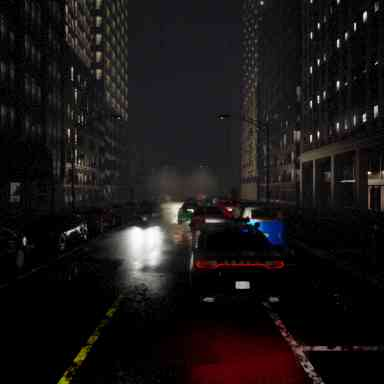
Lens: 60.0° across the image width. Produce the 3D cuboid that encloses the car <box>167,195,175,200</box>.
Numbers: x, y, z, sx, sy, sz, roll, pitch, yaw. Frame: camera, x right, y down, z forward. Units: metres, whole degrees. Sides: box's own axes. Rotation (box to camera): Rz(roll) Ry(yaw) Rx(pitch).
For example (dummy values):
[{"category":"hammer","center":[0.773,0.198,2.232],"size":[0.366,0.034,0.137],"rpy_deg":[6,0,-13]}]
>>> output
[{"category":"car","center":[-5.936,1.540,93.502],"size":[1.947,1.339,4.313],"rpy_deg":[-1,0,0]}]

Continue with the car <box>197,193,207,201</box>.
[{"category":"car","center":[2.472,1.293,82.156],"size":[2.192,1.841,5.009],"rpy_deg":[-1,0,0]}]

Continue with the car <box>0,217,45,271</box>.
[{"category":"car","center":[-5.718,1.549,8.247],"size":[2.008,1.369,4.403],"rpy_deg":[-1,0,0]}]

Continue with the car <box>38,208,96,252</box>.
[{"category":"car","center":[-5.733,1.563,13.931],"size":[1.947,1.339,4.313],"rpy_deg":[-1,0,0]}]

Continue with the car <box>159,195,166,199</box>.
[{"category":"car","center":[-5.834,1.538,53.716],"size":[2.008,1.369,4.403],"rpy_deg":[-1,0,0]}]

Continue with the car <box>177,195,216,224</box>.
[{"category":"car","center":[0.321,1.346,24.389],"size":[2.097,1.767,4.553],"rpy_deg":[0,0,8]}]

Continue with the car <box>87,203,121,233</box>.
[{"category":"car","center":[-5.747,1.540,19.614],"size":[1.887,1.381,4.507],"rpy_deg":[-1,0,0]}]

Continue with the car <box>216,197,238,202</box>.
[{"category":"car","center":[2.616,1.309,25.319],"size":[2.192,1.841,5.009],"rpy_deg":[-1,0,0]}]

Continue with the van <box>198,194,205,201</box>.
[{"category":"van","center":[2.458,1.317,87.839],"size":[1.690,1.788,3.998],"rpy_deg":[-1,0,0]}]

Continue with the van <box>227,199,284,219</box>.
[{"category":"van","center":[2.646,1.338,13.952],"size":[1.690,1.788,3.998],"rpy_deg":[-1,0,0]}]

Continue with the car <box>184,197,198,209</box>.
[{"category":"car","center":[-0.093,1.515,46.318],"size":[1.812,1.442,4.674],"rpy_deg":[0,0,0]}]

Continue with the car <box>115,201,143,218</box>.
[{"category":"car","center":[-5.776,1.575,30.982],"size":[1.802,1.307,4.206],"rpy_deg":[-1,0,0]}]

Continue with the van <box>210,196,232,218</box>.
[{"category":"van","center":[2.602,1.334,31.003],"size":[1.690,1.788,3.998],"rpy_deg":[-1,0,0]}]

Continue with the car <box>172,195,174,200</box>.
[{"category":"car","center":[-5.906,1.504,81.964],"size":[1.752,1.417,4.829],"rpy_deg":[-1,0,0]}]

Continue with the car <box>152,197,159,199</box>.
[{"category":"car","center":[-5.805,1.541,42.349],"size":[2.008,1.369,4.403],"rpy_deg":[-1,0,0]}]

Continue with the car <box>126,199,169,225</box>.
[{"category":"car","center":[-3.061,1.486,23.976],"size":[2.128,1.511,4.902],"rpy_deg":[0,0,0]}]

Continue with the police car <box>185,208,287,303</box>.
[{"category":"police car","center":[0.879,1.423,8.403],"size":[1.930,1.638,5.238],"rpy_deg":[0,0,0]}]

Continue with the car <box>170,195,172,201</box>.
[{"category":"car","center":[-5.879,1.422,70.767],"size":[1.967,1.590,4.097],"rpy_deg":[-1,0,0]}]

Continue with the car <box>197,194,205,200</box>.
[{"category":"car","center":[2.444,1.414,93.523],"size":[1.967,1.590,4.097],"rpy_deg":[-1,0,0]}]

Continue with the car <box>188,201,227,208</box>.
[{"category":"car","center":[0.854,1.474,18.294],"size":[1.882,1.535,5.008],"rpy_deg":[0,0,0]}]

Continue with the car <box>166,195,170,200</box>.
[{"category":"car","center":[-5.863,1.566,65.083],"size":[1.802,1.307,4.206],"rpy_deg":[-1,0,0]}]

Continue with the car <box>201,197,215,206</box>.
[{"category":"car","center":[2.546,1.538,53.737],"size":[2.008,1.369,4.403],"rpy_deg":[-1,0,0]}]

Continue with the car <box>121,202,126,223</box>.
[{"category":"car","center":[-5.762,1.545,25.298],"size":[2.008,1.369,4.403],"rpy_deg":[-1,0,0]}]
